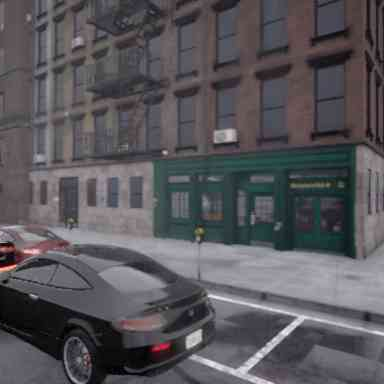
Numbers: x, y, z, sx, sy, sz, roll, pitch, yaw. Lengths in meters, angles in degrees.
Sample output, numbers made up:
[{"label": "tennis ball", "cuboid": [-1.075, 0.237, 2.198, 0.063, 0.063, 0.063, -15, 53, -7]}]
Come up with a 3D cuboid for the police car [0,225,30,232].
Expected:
[{"label": "police car", "cuboid": [-6.730, 1.493, 8.961, 5.238, 1.638, 1.930, 0, -1, 37]}]

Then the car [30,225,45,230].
[{"label": "car", "cuboid": [-5.325, 1.668, 10.174, 4.206, 1.307, 1.802, 0, -1, 37]}]

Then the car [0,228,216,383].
[{"label": "car", "cuboid": [-1.825, 1.577, 5.318, 4.674, 1.442, 1.812, 0, -1, 37]}]
